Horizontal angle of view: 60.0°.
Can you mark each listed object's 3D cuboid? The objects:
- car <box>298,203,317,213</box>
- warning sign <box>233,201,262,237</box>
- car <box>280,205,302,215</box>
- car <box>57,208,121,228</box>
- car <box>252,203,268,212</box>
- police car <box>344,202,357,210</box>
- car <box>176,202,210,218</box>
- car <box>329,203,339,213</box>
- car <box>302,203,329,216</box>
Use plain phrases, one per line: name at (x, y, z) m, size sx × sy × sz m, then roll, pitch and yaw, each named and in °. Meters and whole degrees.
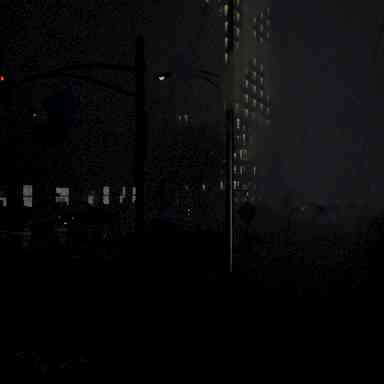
car at (19.106, 2.534, 54.750) m, size 1.837 × 1.490 × 4.892 m, roll 0°, pitch -1°, yaw 33°
warning sign at (3.104, 1.454, 18.559) m, size 1.300 × 1.860 × 1.060 m, roll 1°, pitch 1°, yaw 33°
car at (13.919, 2.459, 46.590) m, size 1.895 × 1.301 × 4.718 m, roll 0°, pitch -1°, yaw 33°
car at (-7.712, 1.921, 25.252) m, size 1.895 × 1.301 × 4.718 m, roll 0°, pitch -1°, yaw 33°
car at (10.888, 2.465, 53.991) m, size 1.812 × 1.442 × 4.674 m, roll 0°, pitch -1°, yaw 33°
police car at (31.466, 2.739, 65.857) m, size 1.930 × 1.638 × 5.238 m, roll 0°, pitch -1°, yaw 33°
car at (0.128, 1.931, 37.434) m, size 2.097 × 1.767 × 4.553 m, roll 0°, pitch -1°, yaw 33°
car at (22.503, 2.529, 53.853) m, size 1.882 × 1.535 × 5.008 m, roll 0°, pitch -1°, yaw 33°
car at (16.741, 2.369, 44.878) m, size 1.837 × 1.490 × 4.892 m, roll 0°, pitch -1°, yaw 33°
